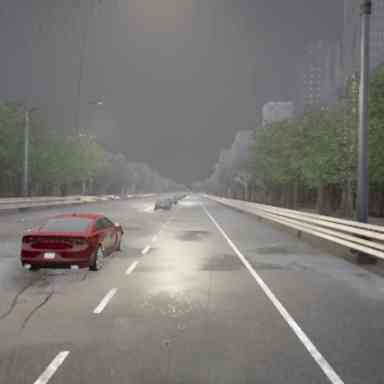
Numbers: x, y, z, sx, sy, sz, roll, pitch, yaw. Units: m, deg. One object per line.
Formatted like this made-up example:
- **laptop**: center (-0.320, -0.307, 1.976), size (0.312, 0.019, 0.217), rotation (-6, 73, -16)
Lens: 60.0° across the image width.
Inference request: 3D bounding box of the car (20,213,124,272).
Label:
- **car**: center (-3.494, 1.411, 10.635), size (1.882, 1.535, 5.008), rotation (1, 0, 0)

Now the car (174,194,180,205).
- **car**: center (-3.536, 1.528, 57.756), size (1.994, 1.385, 4.181), rotation (1, 0, 0)

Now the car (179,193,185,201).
- **car**: center (-3.550, 1.351, 81.386), size (2.097, 1.767, 4.553), rotation (1, 0, 0)

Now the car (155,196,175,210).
- **car**: center (-3.522, 1.509, 41.755), size (1.994, 1.385, 4.181), rotation (1, 0, 0)
